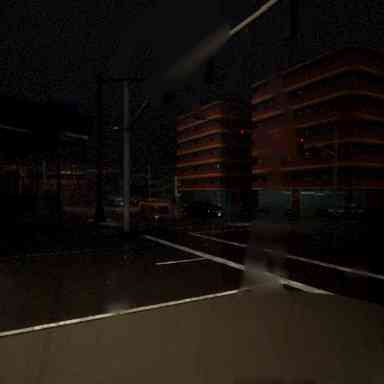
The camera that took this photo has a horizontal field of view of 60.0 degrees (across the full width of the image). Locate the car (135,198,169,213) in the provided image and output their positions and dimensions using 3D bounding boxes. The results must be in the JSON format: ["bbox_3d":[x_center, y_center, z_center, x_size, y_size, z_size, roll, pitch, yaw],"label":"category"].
[{"bbox_3d":[-4.231,1.478,36.778,1.882,1.535,5.008,0,0,-30],"label":"car"}]

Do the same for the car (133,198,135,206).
[{"bbox_3d":[-9.172,1.601,52.470,1.895,1.301,4.718,0,0,-30],"label":"car"}]

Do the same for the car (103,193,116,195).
[{"bbox_3d":[-14.251,1.352,61.102,2.097,1.767,4.553,0,0,-30],"label":"car"}]

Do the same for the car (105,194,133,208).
[{"bbox_3d":[-10.753,1.490,47.884,2.128,1.511,4.902,0,0,-30],"label":"car"}]

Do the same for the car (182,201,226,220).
[{"bbox_3d":[0.897,1.491,28.056,2.128,1.511,4.902,0,0,-30],"label":"car"}]
